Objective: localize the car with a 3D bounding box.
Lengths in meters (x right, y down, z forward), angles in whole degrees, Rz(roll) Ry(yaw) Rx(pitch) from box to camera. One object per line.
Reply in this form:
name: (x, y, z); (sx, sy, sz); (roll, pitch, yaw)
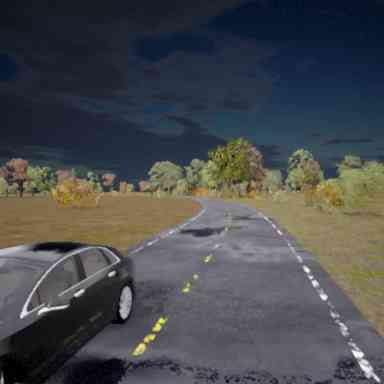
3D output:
car: (-2.314, 1.546, 4.609); (1.837, 1.490, 4.892); (-1, 0, 12)
